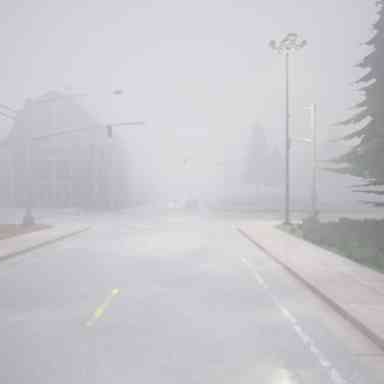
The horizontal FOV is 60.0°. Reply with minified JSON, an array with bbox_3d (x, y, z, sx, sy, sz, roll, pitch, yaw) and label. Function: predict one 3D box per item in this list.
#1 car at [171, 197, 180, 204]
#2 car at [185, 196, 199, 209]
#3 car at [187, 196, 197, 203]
[{"bbox_3d":[-3.463,1.718,69.830,1.895,1.301,4.718,0,0,0],"label":"car"},{"bbox_3d":[0.025,1.575,46.772,2.128,1.511,4.902,0,0,0],"label":"car"},{"bbox_3d":[0.038,1.538,72.238,2.033,1.411,5.357,0,0,0],"label":"car"}]
